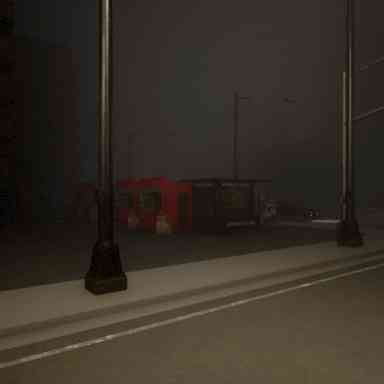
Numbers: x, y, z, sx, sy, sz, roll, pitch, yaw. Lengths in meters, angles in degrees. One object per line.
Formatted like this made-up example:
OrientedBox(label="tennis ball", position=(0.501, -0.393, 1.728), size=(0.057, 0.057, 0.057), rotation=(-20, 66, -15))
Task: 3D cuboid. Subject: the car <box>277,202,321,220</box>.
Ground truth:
OrientedBox(label="car", position=(8.984, 1.637, 29.559), size=(1.837, 1.490, 4.892), rotation=(0, 0, -36))
